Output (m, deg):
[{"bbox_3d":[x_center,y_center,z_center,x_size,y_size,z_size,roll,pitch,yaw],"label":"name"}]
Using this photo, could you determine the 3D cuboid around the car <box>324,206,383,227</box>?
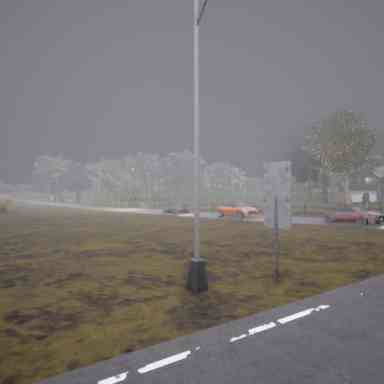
[{"bbox_3d":[11.921,1.727,24.496,1.994,1.385,4.181,-1,-1,-33],"label":"car"}]

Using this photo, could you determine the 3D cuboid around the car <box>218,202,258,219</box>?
[{"bbox_3d":[4.763,1.819,34.839,2.097,1.767,4.553,-1,-1,-35],"label":"car"}]

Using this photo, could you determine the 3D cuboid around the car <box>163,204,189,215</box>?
[{"bbox_3d":[-2.170,2.288,44.686,1.994,1.385,4.181,-1,-1,-35],"label":"car"}]
